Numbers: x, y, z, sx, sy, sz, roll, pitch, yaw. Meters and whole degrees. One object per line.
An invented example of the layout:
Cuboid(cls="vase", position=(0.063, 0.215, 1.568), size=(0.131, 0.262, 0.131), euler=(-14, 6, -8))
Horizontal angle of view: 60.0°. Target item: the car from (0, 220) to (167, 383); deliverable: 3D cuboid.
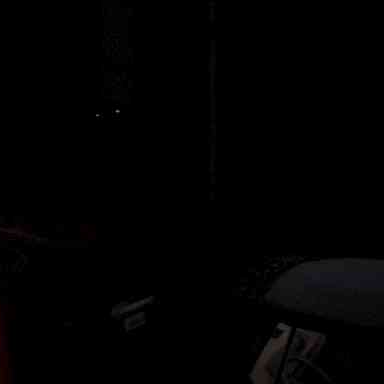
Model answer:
Cuboid(cls="car", position=(-2.493, 1.331, 4.586), size=(5.009, 1.841, 2.192), euler=(0, 0, 35))

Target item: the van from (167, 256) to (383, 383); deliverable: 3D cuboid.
Cuboid(cls="van", position=(1.995, 1.338, 1.386), size=(3.998, 1.788, 1.690), euler=(0, 0, 35))
